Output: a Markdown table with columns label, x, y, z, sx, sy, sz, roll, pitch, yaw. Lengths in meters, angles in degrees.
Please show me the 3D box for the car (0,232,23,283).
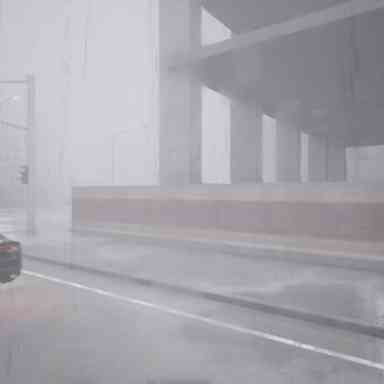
| label | x | y | z | sx | sy | sz | roll | pitch | yaw |
| --- | --- | --- | --- | --- | --- | --- | --- | --- | --- |
| car | -6.271 | 1.475 | 8.481 | 5.008 | 1.535 | 1.882 | 0 | 0 | 37 |
